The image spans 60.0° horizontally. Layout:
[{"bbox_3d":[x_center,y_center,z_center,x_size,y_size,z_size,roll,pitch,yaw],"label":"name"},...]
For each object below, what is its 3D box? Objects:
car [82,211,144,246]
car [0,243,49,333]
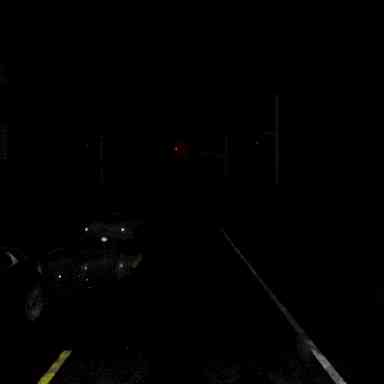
[{"bbox_3d":[-3.522,1.604,15.596,1.895,1.301,4.718,0,0,0],"label":"car"},{"bbox_3d":[-3.589,1.494,4.307,2.128,1.511,4.902,0,0,0],"label":"car"}]
